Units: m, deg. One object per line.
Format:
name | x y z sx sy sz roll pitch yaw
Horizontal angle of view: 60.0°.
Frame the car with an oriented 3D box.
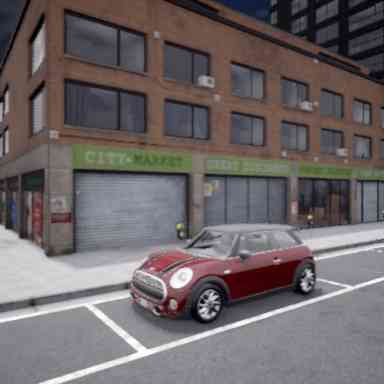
car | 0.766 1.441 7.082 4.097 1.590 1.967 0 0 -36
